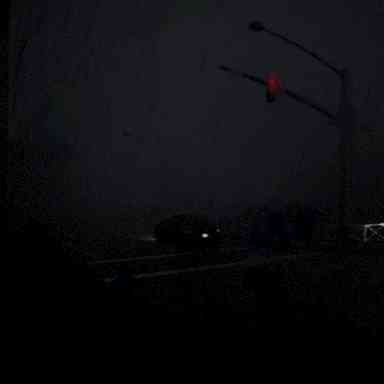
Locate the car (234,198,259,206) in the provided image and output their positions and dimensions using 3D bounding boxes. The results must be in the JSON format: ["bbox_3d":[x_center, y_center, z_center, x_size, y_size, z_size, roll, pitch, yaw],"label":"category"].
[{"bbox_3d":[11.321,2.140,69.574,5.027,1.636,2.152,1,-1,-34],"label":"car"}]

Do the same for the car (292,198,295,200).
[{"bbox_3d":[18.371,1.965,58.898,3.866,1.878,1.905,1,-1,-34],"label":"car"}]

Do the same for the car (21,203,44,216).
[{"bbox_3d":[-18.129,1.933,37.534,2.033,1.411,5.357,1,-1,-33],"label":"car"}]

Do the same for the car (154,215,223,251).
[{"bbox_3d":[-0.302,1.772,15.419,1.994,1.385,4.181,1,-1,-25],"label":"car"}]

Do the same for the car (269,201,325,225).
[{"bbox_3d":[8.720,1.746,26.764,4.514,1.523,2.007,1,-1,-34],"label":"car"}]

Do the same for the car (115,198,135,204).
[{"bbox_3d":[-17.130,2.357,85.566,4.674,1.442,1.812,1,-1,-33],"label":"car"}]

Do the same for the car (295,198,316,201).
[{"bbox_3d":[20.316,1.969,56.700,4.605,1.855,1.932,1,-1,-34],"label":"car"}]

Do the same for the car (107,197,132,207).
[{"bbox_3d":[-13.291,1.801,61.026,3.866,1.878,1.905,1,-1,-34],"label":"car"}]

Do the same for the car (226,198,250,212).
[{"bbox_3d":[6.825,1.935,43.466,3.633,1.501,1.845,1,-1,-34],"label":"car"}]

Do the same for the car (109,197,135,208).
[{"bbox_3d":[-11.971,2.052,57.911,3.806,1.475,1.970,1,-1,-34],"label":"car"}]

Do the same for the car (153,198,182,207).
[{"bbox_3d":[-4.914,1.894,62.618,4.605,1.855,1.932,1,-1,-34],"label":"car"}]

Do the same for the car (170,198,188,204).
[{"bbox_3d":[-3.760,2.511,94.340,4.892,1.490,1.837,1,-1,-33],"label":"car"}]

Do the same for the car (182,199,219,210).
[{"bbox_3d":[1.354,1.990,51.828,4.514,1.523,2.007,1,-1,-34],"label":"car"}]

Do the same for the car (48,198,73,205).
[{"bbox_3d":[-30.366,2.178,76.880,5.357,1.411,2.033,1,-1,-33],"label":"car"}]

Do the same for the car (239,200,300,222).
[{"bbox_3d":[6.948,1.760,29.353,5.027,1.636,2.152,1,-1,-34],"label":"car"}]

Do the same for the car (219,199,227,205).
[{"bbox_3d":[7.515,2.264,74.750,3.806,1.475,1.970,1,-1,-34],"label":"car"}]

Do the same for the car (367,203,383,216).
[{"bbox_3d":[22.605,2.043,39.512,3.806,1.475,1.970,1,-1,-34],"label":"car"}]
